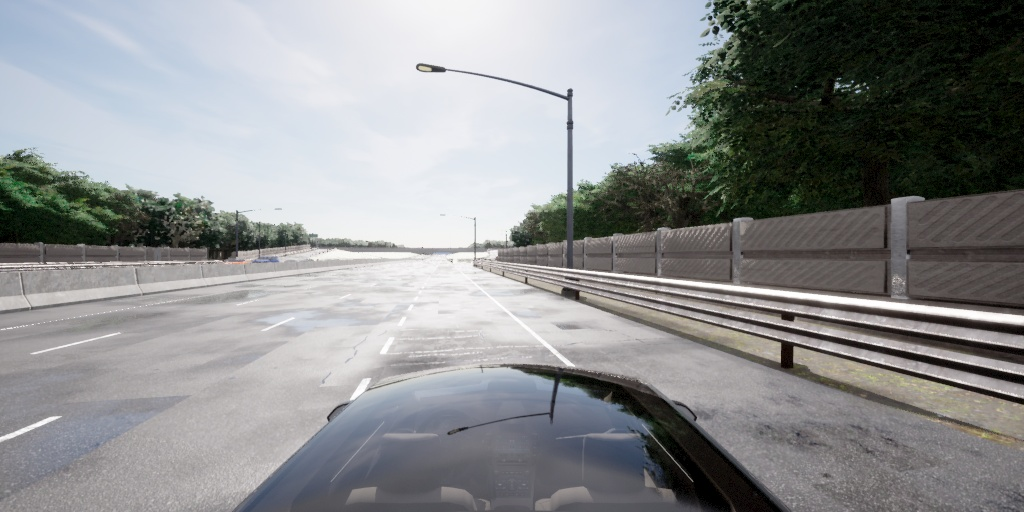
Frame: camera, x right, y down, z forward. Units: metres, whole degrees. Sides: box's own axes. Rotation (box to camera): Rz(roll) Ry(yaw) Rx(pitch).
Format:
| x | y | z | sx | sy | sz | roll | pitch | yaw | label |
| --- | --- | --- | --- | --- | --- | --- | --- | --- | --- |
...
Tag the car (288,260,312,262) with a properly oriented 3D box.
| x | y | z | sx | sy | sz | roll | pitch | yaw | label |
| --- | --- | --- | --- | --- | --- | --- | --- | --- | --- |
| -31.289 | 1.307 | 54.064 | 1.837 | 1.490 | 4.892 | 0 | 0 | -10 | car |
